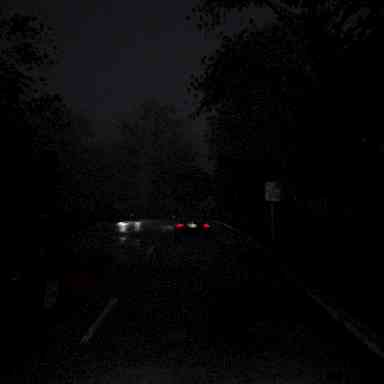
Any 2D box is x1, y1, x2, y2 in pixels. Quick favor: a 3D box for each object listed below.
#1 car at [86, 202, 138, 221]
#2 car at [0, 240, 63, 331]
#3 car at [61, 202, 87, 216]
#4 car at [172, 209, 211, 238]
[{"bbox_3d":[-6.578,1.628,28.200,4.892,1.490,1.837,-1,-4,42],"label":"car"},{"bbox_3d":[-3.654,1.535,5.053,1.812,1.442,4.674,0,0,5],"label":"car"},{"bbox_3d":[-12.673,1.791,35.153,5.357,1.411,2.033,0,-1,7],"label":"car"},{"bbox_3d":[-0.053,1.611,17.906,2.033,1.411,5.357,0,0,-3],"label":"car"}]
